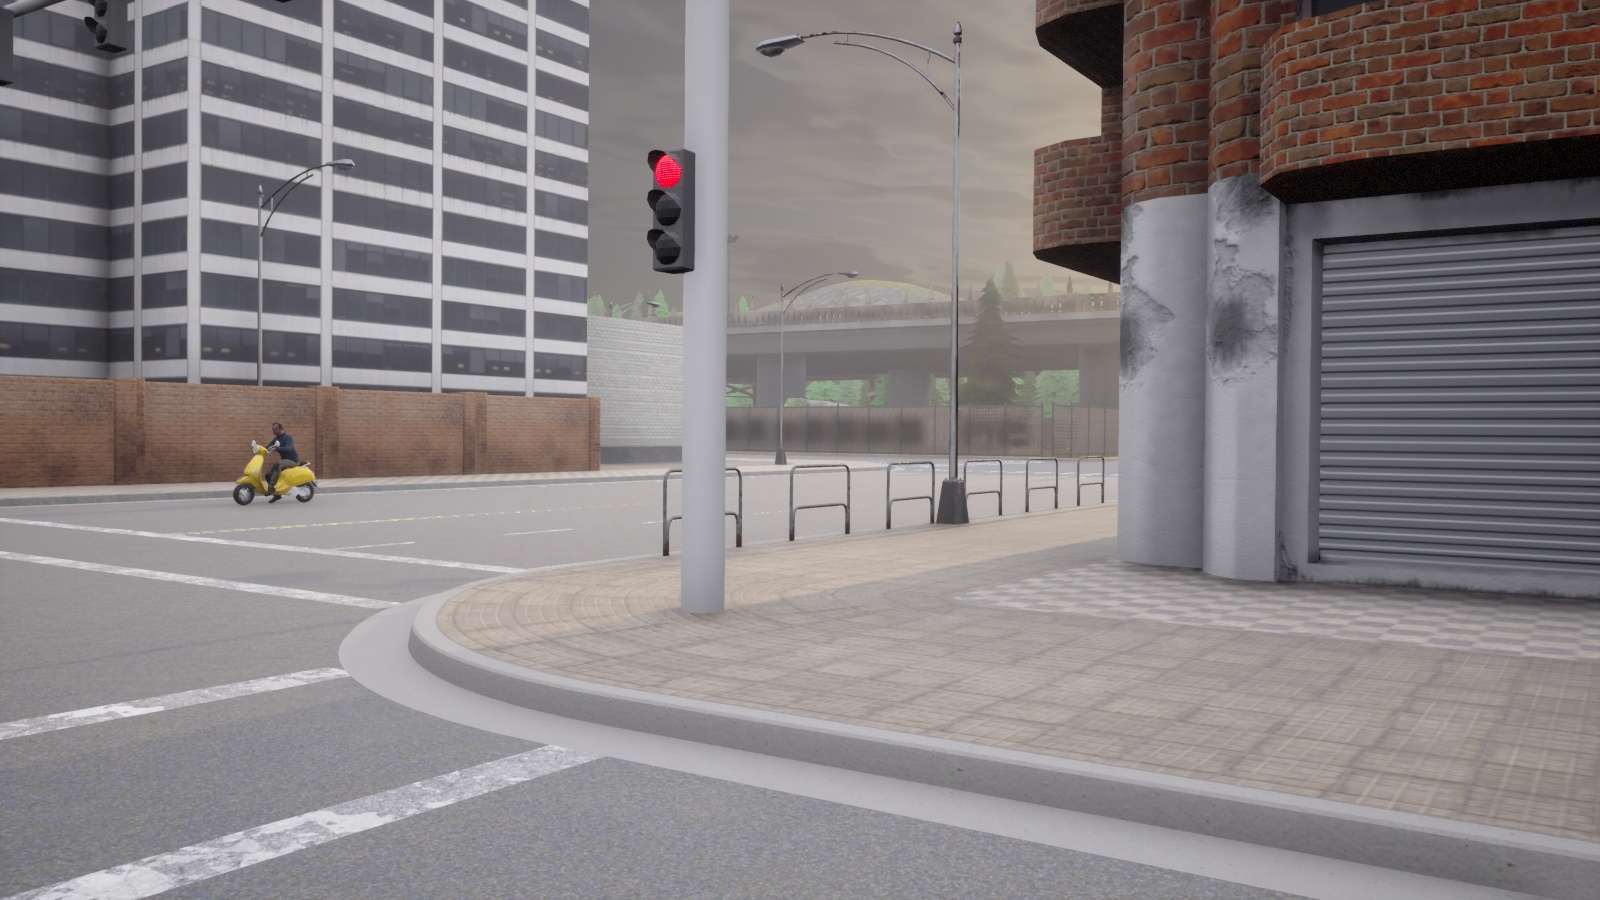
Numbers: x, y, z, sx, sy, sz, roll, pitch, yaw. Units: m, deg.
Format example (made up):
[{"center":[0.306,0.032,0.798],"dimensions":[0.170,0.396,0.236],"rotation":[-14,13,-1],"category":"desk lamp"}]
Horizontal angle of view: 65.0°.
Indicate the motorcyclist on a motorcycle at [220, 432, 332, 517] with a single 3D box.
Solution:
[{"center":[-10.189,0.443,24.478],"dimensions":[0.866,1.590,1.817],"rotation":[0,1,33],"category":"motorcyclist on a motorcycle"}]
